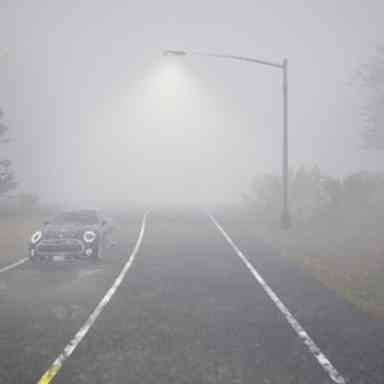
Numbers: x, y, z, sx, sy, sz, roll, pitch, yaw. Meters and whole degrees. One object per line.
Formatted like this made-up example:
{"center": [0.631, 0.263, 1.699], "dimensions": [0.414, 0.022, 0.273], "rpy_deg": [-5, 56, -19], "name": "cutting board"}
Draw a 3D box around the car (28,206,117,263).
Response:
{"center": [-4.050, 1.349, 11.966], "dimensions": [2.097, 1.767, 4.553], "rpy_deg": [0, 0, -4], "name": "car"}
